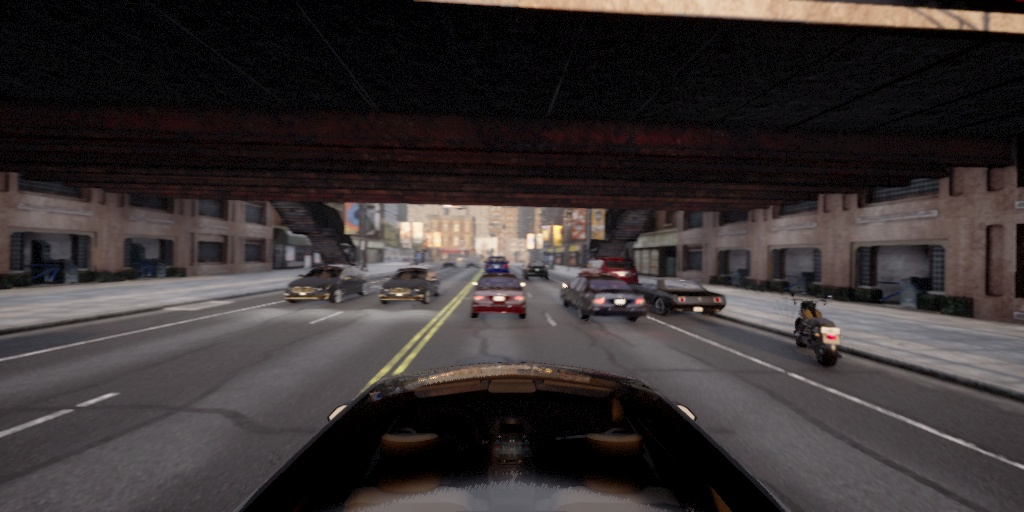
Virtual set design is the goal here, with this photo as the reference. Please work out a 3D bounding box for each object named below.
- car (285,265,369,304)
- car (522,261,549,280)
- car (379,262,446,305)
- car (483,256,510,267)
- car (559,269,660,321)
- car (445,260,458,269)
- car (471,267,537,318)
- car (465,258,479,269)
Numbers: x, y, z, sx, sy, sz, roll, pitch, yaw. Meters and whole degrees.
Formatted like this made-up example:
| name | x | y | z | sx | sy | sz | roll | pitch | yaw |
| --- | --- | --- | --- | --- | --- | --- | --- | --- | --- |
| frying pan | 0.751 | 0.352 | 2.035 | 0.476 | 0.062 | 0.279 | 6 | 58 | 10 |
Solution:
| name | x | y | z | sx | sy | sz | roll | pitch | yaw |
| --- | --- | --- | --- | --- | --- | --- | --- | --- | --- |
| car | -7.799 | 1.146 | 15.609 | 1.837 | 1.490 | 4.892 | 1 | 0 | -2 |
| car | 2.065 | 1.203 | 33.067 | 2.097 | 1.767 | 4.553 | 1 | 0 | -3 |
| car | -4.304 | 1.208 | 15.802 | 1.837 | 1.490 | 4.892 | 1 | 0 | -2 |
| car | -1.399 | 1.010 | 32.355 | 2.150 | 2.045 | 5.566 | 1 | 0 | -3 |
| car | 3.029 | 1.374 | 12.910 | 2.033 | 1.411 | 5.357 | 1 | 0 | -2 |
| car | -9.837 | 1.292 | 57.093 | 1.895 | 1.301 | 4.718 | 1 | 0 | -2 |
| car | -0.484 | 1.312 | 13.152 | 2.033 | 1.411 | 5.357 | 1 | 0 | -2 |
| car | -6.344 | 1.105 | 57.371 | 2.097 | 1.767 | 4.553 | 1 | 0 | -2 |
